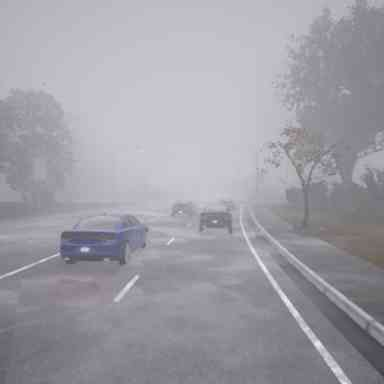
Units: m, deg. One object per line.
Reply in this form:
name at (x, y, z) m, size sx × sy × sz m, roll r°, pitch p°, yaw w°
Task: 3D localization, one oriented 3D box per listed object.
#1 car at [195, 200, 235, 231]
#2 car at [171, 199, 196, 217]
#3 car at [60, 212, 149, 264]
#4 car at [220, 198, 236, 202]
car at (1.511, 1.462, 20.435) m, size 1.882 × 1.535 × 5.008 m, roll 0°, pitch 0°, yaw 6°
car at (-0.674, 1.452, 30.877) m, size 1.837 × 1.490 × 4.892 m, roll 0°, pitch 0°, yaw 8°
car at (-2.829, 1.458, 11.777) m, size 1.882 × 1.535 × 5.008 m, roll 0°, pitch 0°, yaw 4°
car at (3.874, 1.420, 37.659) m, size 2.128 × 1.511 × 4.902 m, roll 0°, pitch 0°, yaw 9°
